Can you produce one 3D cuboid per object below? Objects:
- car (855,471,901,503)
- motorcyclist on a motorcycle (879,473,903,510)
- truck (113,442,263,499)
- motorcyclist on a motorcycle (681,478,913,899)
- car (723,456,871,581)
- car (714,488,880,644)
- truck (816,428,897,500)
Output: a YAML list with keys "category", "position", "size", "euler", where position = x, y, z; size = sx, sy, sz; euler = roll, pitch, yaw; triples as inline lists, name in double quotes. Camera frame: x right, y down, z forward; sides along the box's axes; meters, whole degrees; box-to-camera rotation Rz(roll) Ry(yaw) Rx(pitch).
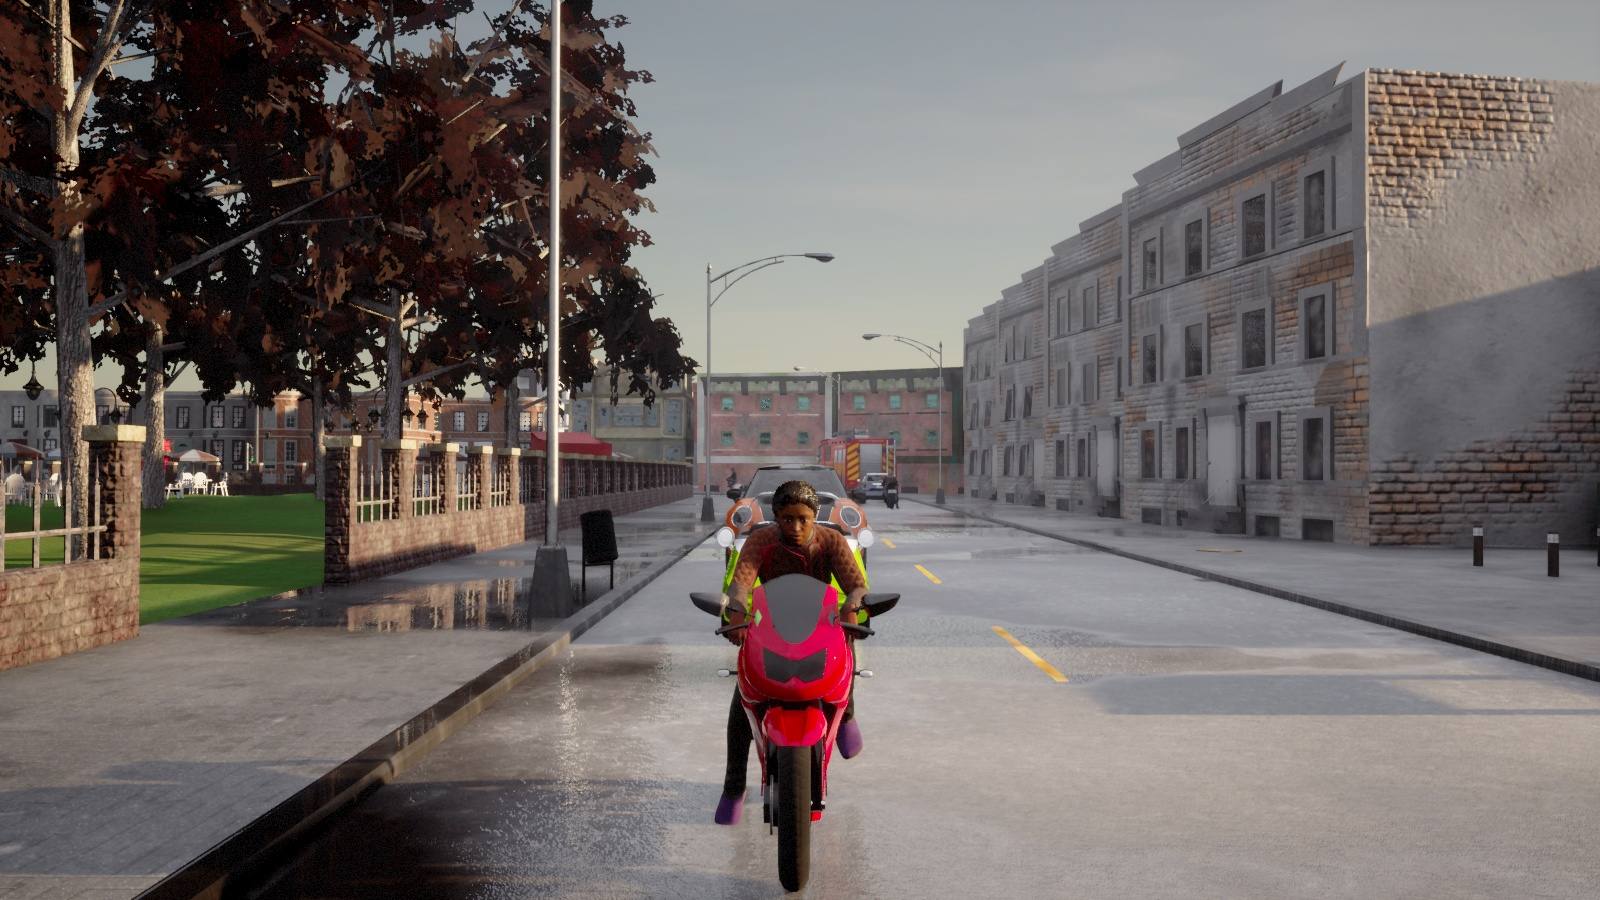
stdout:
- category: "car"
  position: [3.787, 1.794, 61.448]
  size: [1.970, 1.475, 3.806]
  euler: [0, -1, 0]
- category: "motorcyclist on a motorcycle"
  position: [3.823, 1.722, 52.982]
  size: [0.866, 1.530, 2.191]
  euler: [0, -1, 0]
- category: "truck"
  position: [-38.137, 1.300, 78.457]
  size: [7.936, 3.462, 2.891]
  euler: [0, -1, 0]
- category: "motorcyclist on a motorcycle"
  position: [-0.014, 0.887, 5.366]
  size: [0.797, 1.523, 2.044]
  euler: [0, -1, 0]
- category: "car"
  position: [-0.053, 1.010, 20.121]
  size: [2.097, 1.767, 4.553]
  euler: [0, -1, 0]
- category: "car"
  position: [-0.032, 1.077, 12.395]
  size: [1.481, 1.376, 2.207]
  euler: [0, -1, 0]
- category: "truck"
  position: [3.078, 0.834, 71.334]
  size: [2.891, 3.827, 8.468]
  euler: [0, -1, -9]
